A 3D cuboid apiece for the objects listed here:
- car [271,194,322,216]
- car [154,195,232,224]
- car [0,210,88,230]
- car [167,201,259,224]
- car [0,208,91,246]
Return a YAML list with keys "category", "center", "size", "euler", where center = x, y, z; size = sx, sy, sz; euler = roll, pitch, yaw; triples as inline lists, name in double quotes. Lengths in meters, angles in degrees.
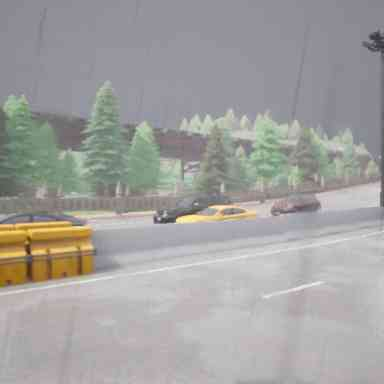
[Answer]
- category: "car"
  center: [8.566, 1.002, 27.285]
  size: [4.553, 1.767, 2.097]
  euler: [-4, 2, -36]
- category: "car"
  center: [0.291, 1.211, 21.318]
  size: [5.566, 2.045, 2.150]
  euler: [-1, 1, -36]
- category: "car"
  center: [-6.365, 1.483, 12.250]
  size: [5.008, 1.535, 1.882]
  euler: [0, 0, -35]
- category: "car"
  center: [1.448, 1.480, 17.837]
  size: [5.008, 1.535, 1.882]
  euler: [-1, 0, -36]
- category: "car"
  center: [-7.236, 1.573, 15.902]
  size: [4.181, 1.385, 1.994]
  euler: [0, 0, -35]
